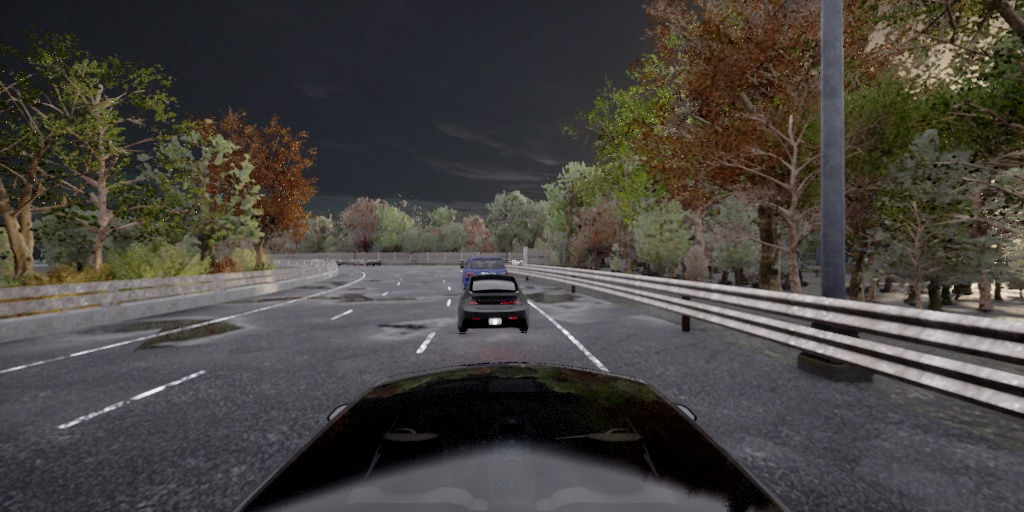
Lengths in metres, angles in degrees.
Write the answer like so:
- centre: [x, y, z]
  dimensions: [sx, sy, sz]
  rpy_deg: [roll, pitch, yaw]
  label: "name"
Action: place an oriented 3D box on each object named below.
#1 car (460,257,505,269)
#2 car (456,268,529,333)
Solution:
- centre: [-1.526, 1.044, 18.920]
  dimensions: [2.150, 2.045, 5.566]
  rpy_deg: [0, 0, -9]
  label: "car"
- centre: [-0.619, 1.294, 10.903]
  dimensions: [1.837, 1.490, 4.892]
  rpy_deg: [0, 0, -5]
  label: "car"
